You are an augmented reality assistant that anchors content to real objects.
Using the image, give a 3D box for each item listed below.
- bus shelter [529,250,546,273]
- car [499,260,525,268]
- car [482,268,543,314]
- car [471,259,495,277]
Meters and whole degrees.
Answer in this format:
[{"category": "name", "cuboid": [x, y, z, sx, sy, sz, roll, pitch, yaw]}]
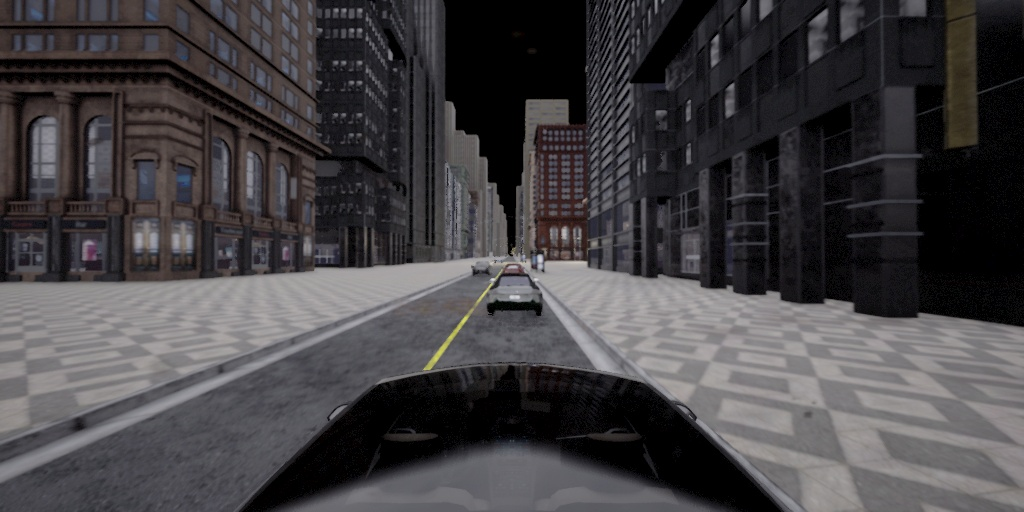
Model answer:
[{"category": "bus shelter", "cuboid": [3.149, 0.710, 42.507, 1.920, 2.740, 3.880, 0, 0, 0]}, {"category": "car", "cuboid": [0.104, 1.335, 29.684, 1.812, 1.442, 4.674, 0, 0, 0]}, {"category": "car", "cuboid": [0.097, 1.338, 13.836, 1.994, 1.385, 4.181, 0, 0, 0]}, {"category": "car", "cuboid": [-3.080, 1.330, 37.415, 1.837, 1.490, 4.892, 0, 0, 0]}]
